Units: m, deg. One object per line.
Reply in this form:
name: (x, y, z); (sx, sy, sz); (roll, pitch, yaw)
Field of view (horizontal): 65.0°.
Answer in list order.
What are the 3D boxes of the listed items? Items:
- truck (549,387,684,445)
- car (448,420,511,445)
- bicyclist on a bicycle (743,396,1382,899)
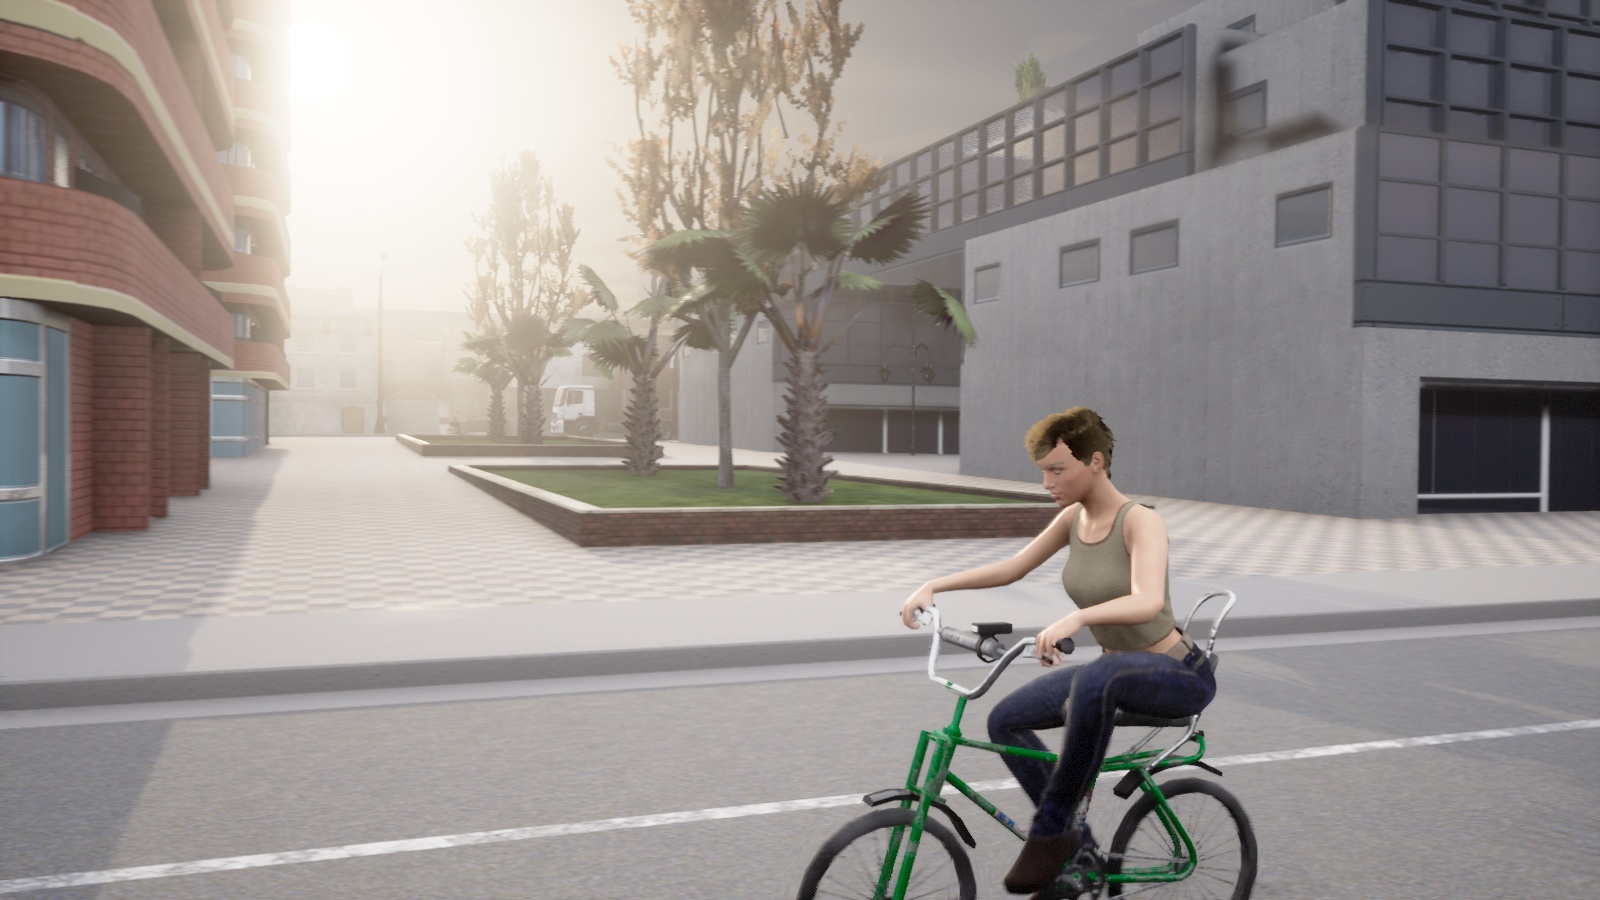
truck: (-11.510, -2.080, 78.773); (7.936, 3.462, 2.891); (0, 1, -21)
car: (-20.232, -1.120, 79.247); (3.705, 1.549, 1.789); (-1, 1, -21)
bicyclist on a bicycle: (0.702, 0.670, 3.511); (1.509, 1.612, 0.866); (-1, 1, -21)
